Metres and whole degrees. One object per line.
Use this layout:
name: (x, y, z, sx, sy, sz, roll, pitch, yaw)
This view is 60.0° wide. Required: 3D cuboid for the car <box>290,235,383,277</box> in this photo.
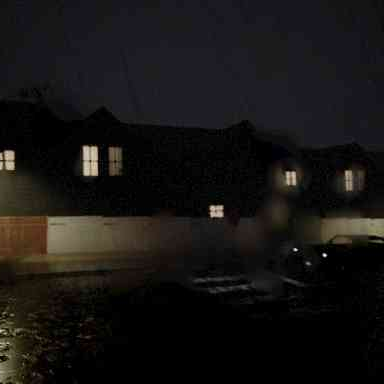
car: (6.146, 2.317, 12.737, 4.718, 1.301, 1.895, 2, -3, -23)
